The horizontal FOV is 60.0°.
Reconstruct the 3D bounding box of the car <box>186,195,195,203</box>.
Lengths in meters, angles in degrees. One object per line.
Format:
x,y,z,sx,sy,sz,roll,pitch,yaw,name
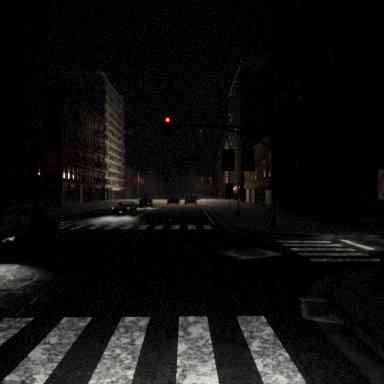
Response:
-0.296,1.467,68.314,1.882,1.535,5.008,0,0,0,car

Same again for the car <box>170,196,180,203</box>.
-3.468,1.590,69.864,1.895,1.301,4.718,0,0,0,car

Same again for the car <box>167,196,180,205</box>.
-3.410,1.469,59.711,1.882,1.535,5.008,0,0,0,car

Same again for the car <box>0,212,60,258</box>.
-6.655,1.531,12.875,1.812,1.442,4.674,0,0,0,car

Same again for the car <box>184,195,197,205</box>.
-0.252,1.344,58.281,2.097,1.767,4.553,0,0,0,car

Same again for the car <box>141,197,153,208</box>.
-6.801,1.501,48.825,1.837,1.490,4.892,0,0,0,car

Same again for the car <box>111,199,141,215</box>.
-6.745,1.600,33.522,1.895,1.301,4.718,0,0,0,car
